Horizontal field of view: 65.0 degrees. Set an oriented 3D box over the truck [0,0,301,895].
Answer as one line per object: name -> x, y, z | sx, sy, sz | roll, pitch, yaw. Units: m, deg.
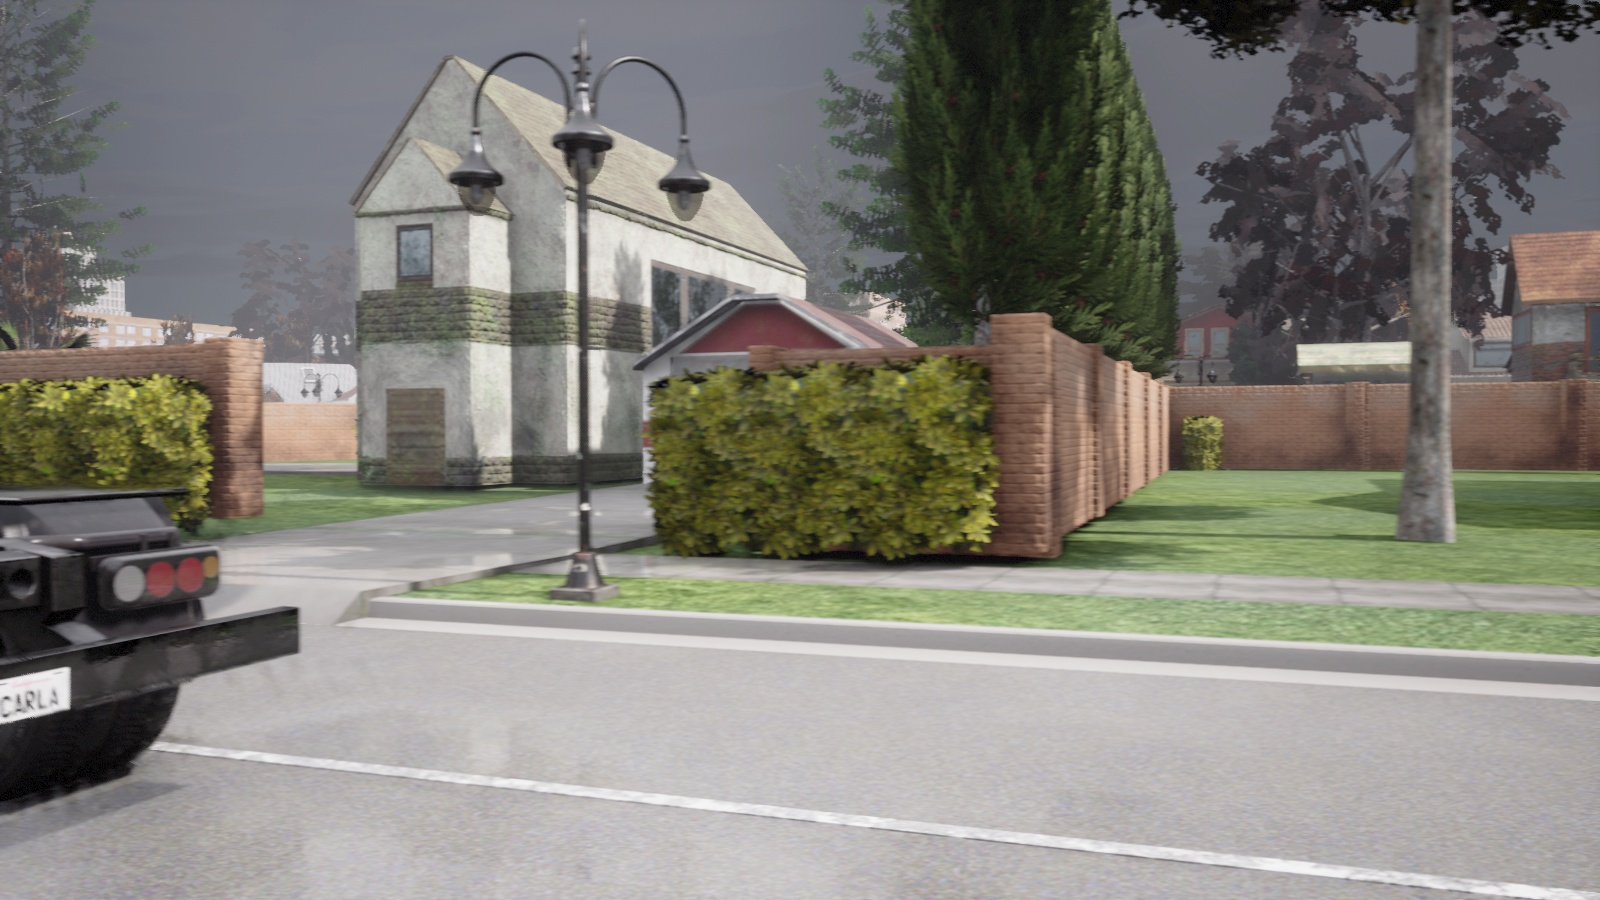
truck -> -6.431, -0.268, 5.519 | 7.936, 3.462, 2.891 | 1, 1, 20
